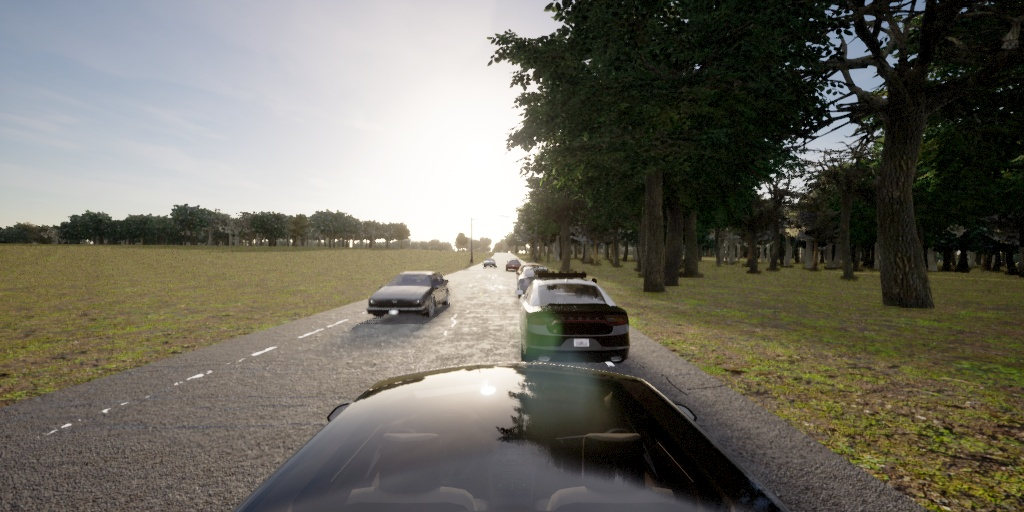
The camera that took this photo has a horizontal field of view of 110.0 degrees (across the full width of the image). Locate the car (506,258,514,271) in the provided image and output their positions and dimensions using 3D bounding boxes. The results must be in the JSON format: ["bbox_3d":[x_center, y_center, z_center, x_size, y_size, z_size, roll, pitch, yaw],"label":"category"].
[{"bbox_3d":[0.209,1.147,46.562,1.994,1.385,4.181,0,0,2],"label":"car"}]

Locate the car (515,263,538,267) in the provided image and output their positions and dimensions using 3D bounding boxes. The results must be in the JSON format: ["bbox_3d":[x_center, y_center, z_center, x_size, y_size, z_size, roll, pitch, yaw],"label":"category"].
[{"bbox_3d":[1.188,1.245,18.167,1.812,1.442,4.674,0,0,0],"label":"car"}]

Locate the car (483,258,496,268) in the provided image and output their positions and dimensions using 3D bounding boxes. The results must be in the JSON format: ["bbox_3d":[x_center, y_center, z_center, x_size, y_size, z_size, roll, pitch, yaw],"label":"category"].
[{"bbox_3d":[-3.430,1.061,55.247,1.812,1.442,4.674,0,0,0],"label":"car"}]

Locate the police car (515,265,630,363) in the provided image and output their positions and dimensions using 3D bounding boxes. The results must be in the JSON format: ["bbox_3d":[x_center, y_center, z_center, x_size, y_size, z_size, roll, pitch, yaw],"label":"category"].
[{"bbox_3d":[1.121,1.168,8.271,1.930,1.638,5.238,0,0,0],"label":"police car"}]

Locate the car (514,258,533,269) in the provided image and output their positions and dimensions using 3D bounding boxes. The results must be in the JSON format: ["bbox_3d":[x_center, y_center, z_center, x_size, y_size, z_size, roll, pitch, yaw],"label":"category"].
[{"bbox_3d":[1.216,1.153,24.360,1.801,1.575,5.366,0,0,0],"label":"car"}]

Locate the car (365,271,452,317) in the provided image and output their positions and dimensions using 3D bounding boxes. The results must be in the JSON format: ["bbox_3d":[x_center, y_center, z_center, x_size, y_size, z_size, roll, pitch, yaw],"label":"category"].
[{"bbox_3d":[-3.494,1.280,13.272,2.033,1.411,5.357,0,0,0],"label":"car"}]
